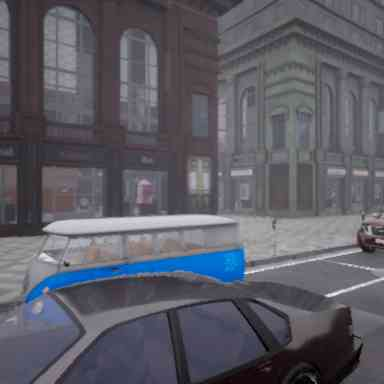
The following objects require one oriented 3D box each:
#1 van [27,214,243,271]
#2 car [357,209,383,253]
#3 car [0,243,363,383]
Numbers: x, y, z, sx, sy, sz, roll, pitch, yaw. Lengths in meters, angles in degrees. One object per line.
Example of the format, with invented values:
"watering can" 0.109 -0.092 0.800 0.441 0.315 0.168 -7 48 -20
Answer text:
"van" -0.847 1.343 6.047 3.998 1.788 1.690 0 0 -35
"car" 8.330 1.324 12.593 5.009 1.841 2.192 0 0 -35
"car" -0.616 1.548 2.939 5.357 1.411 2.033 0 0 -36
